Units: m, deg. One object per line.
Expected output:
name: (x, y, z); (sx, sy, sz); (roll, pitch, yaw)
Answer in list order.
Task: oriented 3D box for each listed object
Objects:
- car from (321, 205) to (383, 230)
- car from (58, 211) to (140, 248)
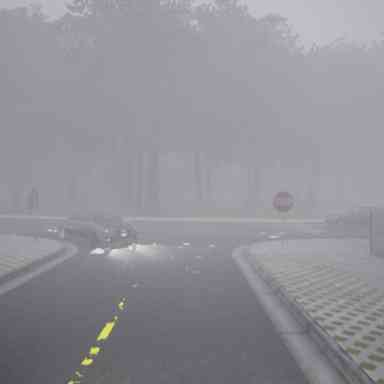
car: (10.398, 1.521, 20.445); (4.674, 1.442, 1.812); (0, 1, 0)
car: (-4.193, 1.534, 14.764); (4.181, 1.385, 1.994); (0, 0, 43)
